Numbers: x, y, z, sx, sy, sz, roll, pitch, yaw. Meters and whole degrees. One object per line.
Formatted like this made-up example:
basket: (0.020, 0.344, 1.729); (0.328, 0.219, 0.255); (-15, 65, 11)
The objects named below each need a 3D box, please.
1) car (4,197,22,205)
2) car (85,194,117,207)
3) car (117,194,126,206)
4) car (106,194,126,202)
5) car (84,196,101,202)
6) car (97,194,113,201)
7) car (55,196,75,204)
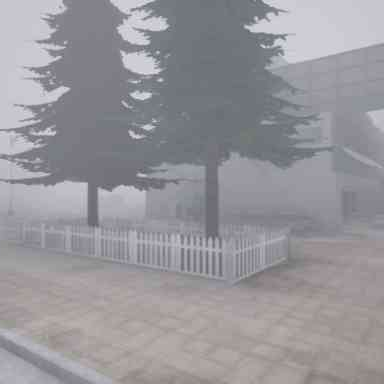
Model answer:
car: (-30.957, 1.580, 57.400); (3.633, 1.501, 1.845); (0, 0, 36)
car: (-13.837, 1.275, 49.401); (4.605, 1.855, 1.932); (0, 0, 36)
car: (-12.460, 1.256, 51.993); (3.866, 1.878, 1.905); (0, 0, 36)
car: (-17.135, 1.353, 75.105); (4.605, 1.855, 1.932); (0, 0, 36)
car: (-24.011, 1.655, 80.065); (3.806, 1.475, 1.970); (0, 0, 36)
car: (-21.561, 1.368, 82.394); (3.866, 1.878, 1.905); (0, 0, 36)
car: (-25.041, 1.558, 65.454); (4.514, 1.523, 2.007); (0, 0, 36)
